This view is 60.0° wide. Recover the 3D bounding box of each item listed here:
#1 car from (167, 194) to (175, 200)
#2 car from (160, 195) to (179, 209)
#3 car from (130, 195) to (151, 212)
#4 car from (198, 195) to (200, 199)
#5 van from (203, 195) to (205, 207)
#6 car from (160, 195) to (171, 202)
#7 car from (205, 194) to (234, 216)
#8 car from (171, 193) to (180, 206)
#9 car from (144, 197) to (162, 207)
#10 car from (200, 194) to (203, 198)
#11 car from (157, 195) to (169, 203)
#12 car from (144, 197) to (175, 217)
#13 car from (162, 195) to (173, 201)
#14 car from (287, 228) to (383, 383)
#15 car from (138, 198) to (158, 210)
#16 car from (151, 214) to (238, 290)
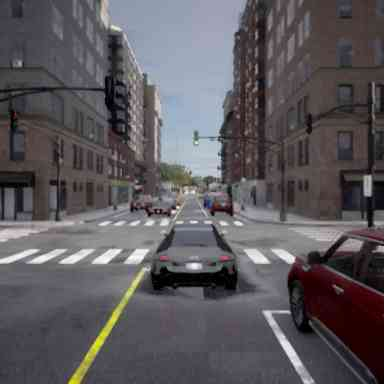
[{"bbox_3d":[-5.454,1.319,85.839,1.802,1.307,4.206,0,0,0],"label":"car"},{"bbox_3d":[-2.869,1.403,40.193,1.812,1.442,4.674,0,0,0],"label":"car"},{"bbox_3d":[-5.442,1.205,36.305,2.192,1.841,5.009,0,0,0],"label":"car"},{"bbox_3d":[2.593,1.245,91.519,1.752,1.417,4.829,0,0,0],"label":"car"},{"bbox_3d":[2.665,1.213,41.815,1.690,1.788,3.998,0,0,0],"label":"van"},{"bbox_3d":[-5.450,1.332,69.327,1.887,1.381,4.507,0,0,0],"label":"car"},{"bbox_3d":[2.681,1.221,30.807,2.192,1.841,5.009,0,0,0],"label":"car"},{"bbox_3d":[-2.873,1.198,50.337,2.097,1.767,4.553,0,0,0],"label":"car"},{"bbox_3d":[-5.444,1.406,47.313,2.008,1.369,4.403,0,0,0],"label":"car"},{"bbox_3d":[2.657,1.170,47.319,2.192,1.841,5.009,0,0,0],"label":"car"},{"bbox_3d":[-5.448,1.349,63.824,1.887,1.381,4.507,0,0,0],"label":"car"},{"bbox_3d":[-2.866,1.472,30.200,1.994,1.385,4.181,0,0,0],"label":"car"},{"bbox_3d":[-5.451,1.321,74.831,2.008,1.369,4.403,0,0,0],"label":"car"},{"bbox_3d":[2.636,1.303,3.751,2.192,1.841,5.009,0,0,0],"label":"car"},{"bbox_3d":[-5.443,1.438,41.809,1.947,1.339,4.313,0,0,0],"label":"car"},{"bbox_3d":[0.057,1.536,9.057,1.994,1.385,4.181,0,0,0],"label":"car"}]
